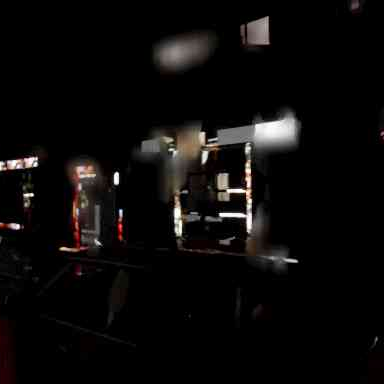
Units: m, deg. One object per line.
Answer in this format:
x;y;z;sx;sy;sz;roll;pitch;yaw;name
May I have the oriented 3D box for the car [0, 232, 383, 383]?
-0.237;1.322;3.059;5.009;1.841;2.192;0;-1;36;car
